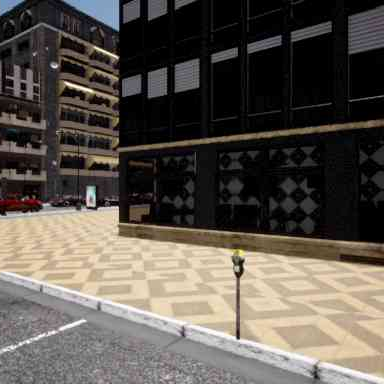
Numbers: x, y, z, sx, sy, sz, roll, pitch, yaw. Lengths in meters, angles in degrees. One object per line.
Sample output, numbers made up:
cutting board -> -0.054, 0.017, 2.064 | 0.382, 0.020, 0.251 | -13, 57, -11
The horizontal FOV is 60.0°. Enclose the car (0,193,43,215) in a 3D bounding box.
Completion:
car -> -15.608, 1.029, 28.786 | 2.192, 1.841, 5.009 | 1, 2, 35

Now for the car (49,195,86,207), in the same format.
car -> -14.666, 1.082, 40.247 | 1.994, 1.385, 4.181 | 0, 1, 35

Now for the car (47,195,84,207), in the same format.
car -> -16.133, 1.074, 42.636 | 1.802, 1.307, 4.206 | 1, 2, 35

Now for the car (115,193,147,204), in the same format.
car -> -8.863, 0.854, 48.492 | 1.812, 1.442, 4.674 | 0, 1, 35

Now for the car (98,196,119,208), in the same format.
car -> -9.237, 1.072, 37.874 | 1.947, 1.339, 4.313 | 1, 2, 35
